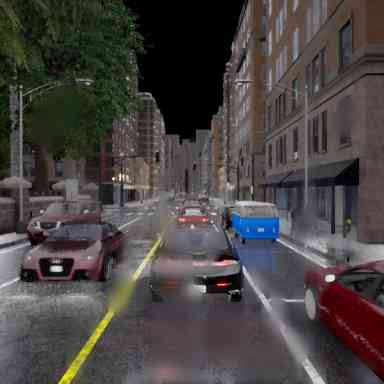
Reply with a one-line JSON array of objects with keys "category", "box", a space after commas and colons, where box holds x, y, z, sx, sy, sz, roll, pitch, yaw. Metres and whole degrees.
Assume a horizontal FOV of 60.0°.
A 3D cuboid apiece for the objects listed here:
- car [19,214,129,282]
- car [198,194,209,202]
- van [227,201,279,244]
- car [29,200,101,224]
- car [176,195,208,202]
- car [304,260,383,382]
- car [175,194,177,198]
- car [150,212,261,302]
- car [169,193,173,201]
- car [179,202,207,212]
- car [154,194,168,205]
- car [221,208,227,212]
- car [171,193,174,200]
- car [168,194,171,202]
[{"category": "car", "box": [-3.097, 1.562, 9.581, 1.994, 1.385, 4.181, 0, 0, 0]}, {"category": "car", "box": [2.829, 1.386, 75.610, 1.967, 1.590, 4.097, 0, 0, 0]}, {"category": "van", "box": [2.850, 1.336, 15.573, 1.690, 1.788, 3.998, 0, 0, 0]}, {"category": "car", "box": [-5.675, 1.310, 15.530, 2.192, 1.841, 5.009, 0, 0, 0]}, {"category": "car", "box": [0.039, 1.338, 27.480, 2.097, 1.767, 4.553, 0, 0, 2]}, {"category": "car", "box": [2.854, 1.544, 4.252, 1.887, 1.381, 4.507, 0, 0, 0]}, {"category": "car", "box": [-5.700, 1.496, 86.472, 2.008, 1.369, 4.403, 0, 0, 0]}, {"category": "car", "box": [0.097, 1.490, 8.261, 2.128, 1.511, 4.902, 0, 0, 0]}, {"category": "car", "box": [-5.694, 1.493, 70.120, 1.887, 1.381, 4.507, 0, 0, 0]}, {"category": "car", "box": [0.097, 1.519, 18.523, 1.812, 1.442, 4.674, 0, 0, 0]}, {"category": "car", "box": [-5.690, 1.480, 59.048, 1.752, 1.417, 4.829, 0, 0, 0]}, {"category": "car", "box": [2.849, 1.557, 21.233, 1.947, 1.339, 4.313, 0, 0, 0]}, {"category": "car", "box": [-5.696, 1.491, 75.571, 1.887, 1.381, 4.507, 0, 0, 0]}, {"category": "car", "box": [-5.692, 1.502, 64.669, 2.008, 1.369, 4.403, 0, 0, 0]}]
